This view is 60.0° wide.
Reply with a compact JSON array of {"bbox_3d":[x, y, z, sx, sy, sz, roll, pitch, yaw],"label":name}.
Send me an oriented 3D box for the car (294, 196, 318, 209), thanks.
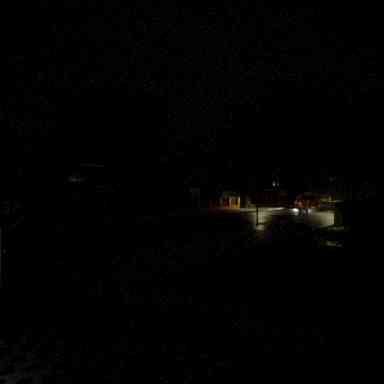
[{"bbox_3d":[15.700,1.318,45.704,2.097,1.767,4.553,0,0,36],"label":"car"}]
